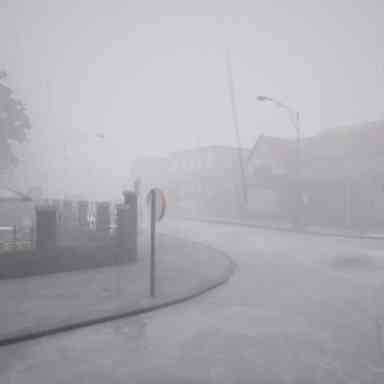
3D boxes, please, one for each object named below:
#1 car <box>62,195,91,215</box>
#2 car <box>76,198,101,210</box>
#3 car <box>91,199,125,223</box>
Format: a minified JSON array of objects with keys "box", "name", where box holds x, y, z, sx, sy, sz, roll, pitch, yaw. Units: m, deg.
[{"box":[-12.421,1.334,35.887,2.150,2.045,5.566,1,0,-35],"name":"car"},{"box":[-14.254,1.635,45.670,1.882,1.535,5.008,1,0,-35],"name":"car"},{"box":[-6.231,1.465,27.182,2.097,1.767,4.553,1,0,-36],"name":"car"}]
